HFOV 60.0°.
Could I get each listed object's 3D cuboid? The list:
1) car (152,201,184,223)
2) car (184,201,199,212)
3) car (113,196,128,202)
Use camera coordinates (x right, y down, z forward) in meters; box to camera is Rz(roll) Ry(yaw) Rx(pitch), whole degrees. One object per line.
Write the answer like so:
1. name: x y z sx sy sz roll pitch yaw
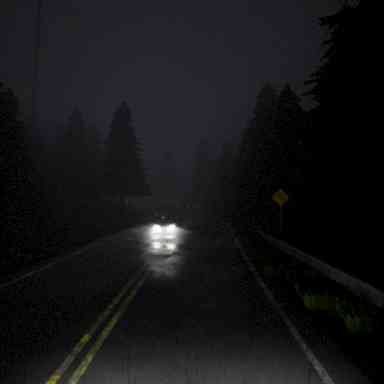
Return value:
1. car: -2.129 1.715 27.869 2.128 1.511 4.902 0 0 2
2. car: -0.520 1.920 45.430 2.033 1.411 5.357 1 -1 -16
3. car: -14.422 1.631 66.873 2.150 2.045 5.566 2 -3 -23
